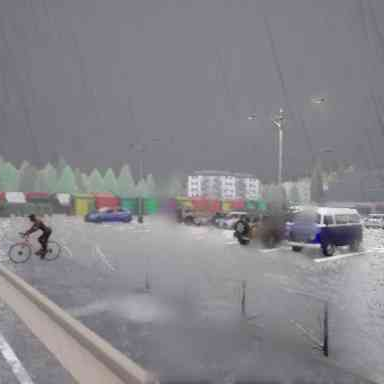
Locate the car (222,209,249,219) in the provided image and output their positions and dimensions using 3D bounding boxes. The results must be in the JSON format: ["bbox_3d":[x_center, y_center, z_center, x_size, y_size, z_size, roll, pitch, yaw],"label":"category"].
[{"bbox_3d":[6.362,3.187,48.689,3.905,1.438,1.784,3,-2,-40],"label":"car"}]

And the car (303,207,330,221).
[{"bbox_3d":[21.606,3.618,57.659,3.866,1.878,1.905,3,-2,-40],"label":"car"}]

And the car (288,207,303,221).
[{"bbox_3d":[19.754,3.890,59.881,3.806,1.475,1.970,3,-2,-40],"label":"car"}]

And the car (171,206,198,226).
[{"bbox_3d":[0.170,2.302,32.532,4.605,1.855,1.932,3,-2,-40],"label":"car"}]

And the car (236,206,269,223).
[{"bbox_3d":[8.173,2.942,46.432,4.605,1.855,1.932,3,-2,-40],"label":"car"}]

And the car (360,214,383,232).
[{"bbox_3d":[19.063,3.000,33.509,3.806,1.475,1.970,3,-2,-40],"label":"car"}]

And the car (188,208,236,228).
[{"bbox_3d":[1.923,2.485,30.497,3.905,1.438,1.784,3,-2,-40],"label":"car"}]

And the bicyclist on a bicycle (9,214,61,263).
[{"bbox_3d":[-5.272,1.570,11.273,1.656,1.620,0.582,3,-2,-40],"label":"bicyclist on a bicycle"}]

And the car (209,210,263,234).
[{"bbox_3d":[3.777,2.484,28.273,3.806,1.475,1.970,3,-2,-40],"label":"car"}]
